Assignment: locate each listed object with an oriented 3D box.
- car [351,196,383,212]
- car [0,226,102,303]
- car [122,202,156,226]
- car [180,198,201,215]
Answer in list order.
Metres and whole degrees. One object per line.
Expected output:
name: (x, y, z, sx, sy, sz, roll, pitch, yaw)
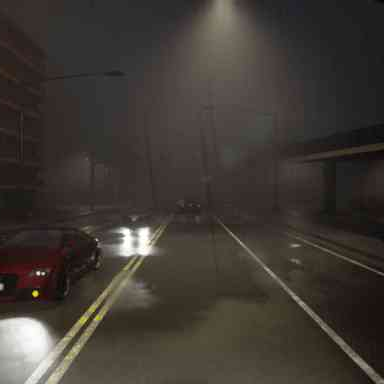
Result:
car: (20.056, 1.322, 36.657, 4.611, 1.667, 2.242, 0, 0, 1)
car: (-3.637, 1.568, 8.163, 1.994, 1.385, 4.181, 0, 0, 0)
car: (-3.720, 1.510, 23.842, 2.128, 1.511, 4.902, 0, 0, 0)
car: (-0.128, 1.378, 35.073, 2.097, 1.767, 4.553, 0, 0, 0)
